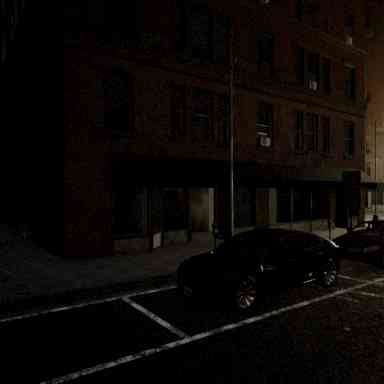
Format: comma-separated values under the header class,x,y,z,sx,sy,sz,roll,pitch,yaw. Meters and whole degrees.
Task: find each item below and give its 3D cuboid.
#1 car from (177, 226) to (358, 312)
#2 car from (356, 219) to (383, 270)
class,x,y,z,sx,sy,sz,roll,pitch,yaw
car,1.701,1.564,7.730,4.313,1.339,1.947,0,0,-35
car,6.188,1.579,10.912,4.206,1.307,1.802,0,0,-35
